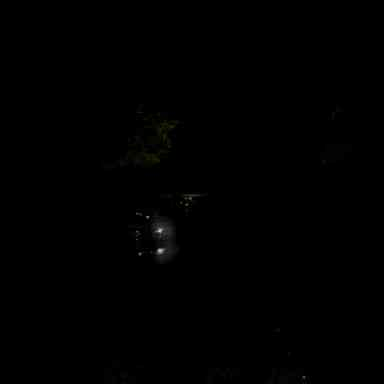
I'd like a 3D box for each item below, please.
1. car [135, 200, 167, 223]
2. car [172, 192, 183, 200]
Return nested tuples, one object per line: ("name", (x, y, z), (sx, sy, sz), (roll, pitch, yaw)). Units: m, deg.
("car", (-2.856, 1.342, 23.839), (1.837, 1.490, 4.892), (0, 0, 0))
("car", (-2.755, 0.752, 64.666), (1.882, 1.535, 5.008), (0, 1, 0))
